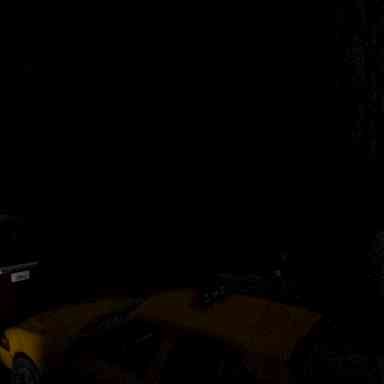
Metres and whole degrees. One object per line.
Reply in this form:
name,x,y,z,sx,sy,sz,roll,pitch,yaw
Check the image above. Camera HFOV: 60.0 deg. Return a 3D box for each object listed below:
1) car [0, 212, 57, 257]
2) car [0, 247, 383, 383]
car,-4.445,1.313,6.247,5.009,1.841,2.192,0,1,36
car,-0.038,1.525,3.100,4.829,1.417,1.752,0,1,36
